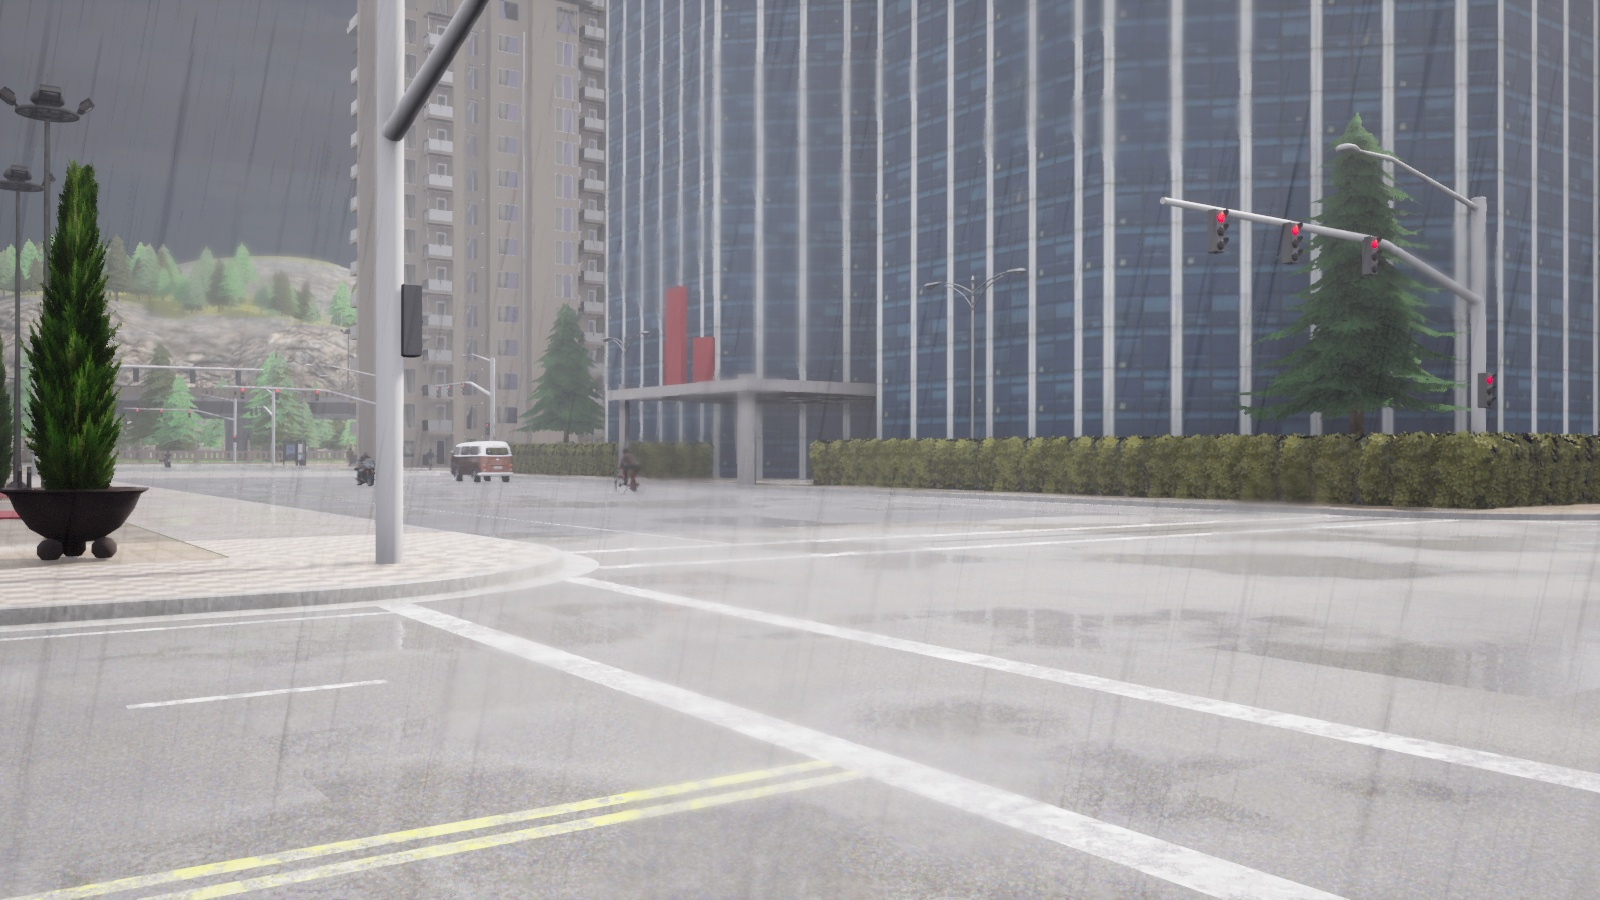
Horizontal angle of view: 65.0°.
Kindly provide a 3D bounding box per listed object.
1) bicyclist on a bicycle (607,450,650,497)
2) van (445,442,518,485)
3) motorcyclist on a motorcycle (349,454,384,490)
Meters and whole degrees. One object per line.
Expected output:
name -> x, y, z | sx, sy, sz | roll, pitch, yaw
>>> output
bicyclist on a bicycle -> -6.072, 0.819, 44.398 | 1.656, 1.620, 0.582 | -1, 0, 43
van -> -15.954, 0.656, 62.763 | 2.069, 2.038, 4.480 | 0, 0, -35
motorcyclist on a motorcycle -> -18.947, 0.954, 54.866 | 0.866, 1.530, 2.191 | 0, 0, -35
